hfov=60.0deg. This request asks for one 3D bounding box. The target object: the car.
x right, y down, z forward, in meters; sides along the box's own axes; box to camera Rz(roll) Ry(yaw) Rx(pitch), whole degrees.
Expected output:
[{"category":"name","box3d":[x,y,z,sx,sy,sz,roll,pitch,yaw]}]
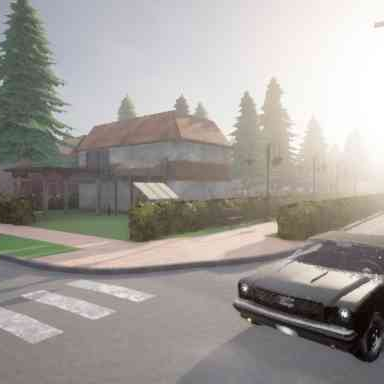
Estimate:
[{"category":"car","box3d":[2.802,1.489,6.033,1.895,1.301,4.718,1,2,44]}]
